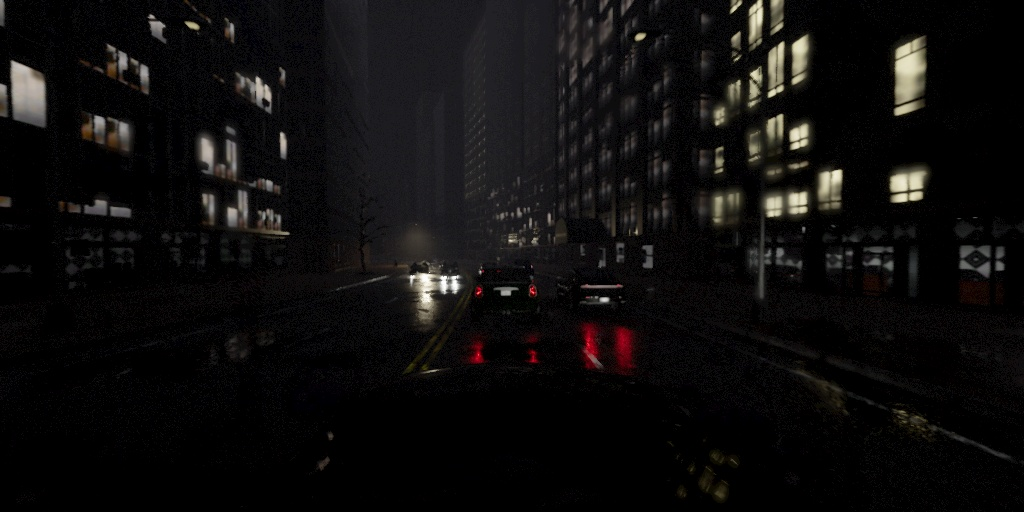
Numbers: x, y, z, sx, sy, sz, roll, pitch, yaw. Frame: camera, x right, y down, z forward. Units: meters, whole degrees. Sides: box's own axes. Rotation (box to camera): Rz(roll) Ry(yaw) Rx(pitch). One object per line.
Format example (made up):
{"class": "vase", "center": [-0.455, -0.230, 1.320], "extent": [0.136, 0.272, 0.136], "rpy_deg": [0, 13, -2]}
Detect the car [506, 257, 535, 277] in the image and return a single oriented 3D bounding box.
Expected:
{"class": "car", "center": [0.763, 1.036, 34.720], "extent": [2.097, 1.767, 4.553], "rpy_deg": [0, 0, -8]}

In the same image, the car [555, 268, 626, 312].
{"class": "car", "center": [2.899, 1.212, 14.129], "extent": [2.128, 1.511, 4.902], "rpy_deg": [0, 0, -3]}

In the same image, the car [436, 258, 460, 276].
{"class": "car", "center": [-6.343, 1.204, 36.921], "extent": [2.128, 1.511, 4.902], "rpy_deg": [0, 0, -9]}

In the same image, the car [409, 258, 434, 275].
{"class": "car", "center": [-9.894, 1.274, 38.570], "extent": [2.033, 1.411, 5.357], "rpy_deg": [0, 0, -10]}

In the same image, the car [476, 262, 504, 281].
{"class": "car", "center": [-1.979, 1.251, 31.130], "extent": [2.033, 1.411, 5.357], "rpy_deg": [0, 0, -8]}

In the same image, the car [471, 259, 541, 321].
{"class": "car", "center": [-0.276, 1.085, 12.491], "extent": [2.097, 1.767, 4.553], "rpy_deg": [0, 0, -3]}
